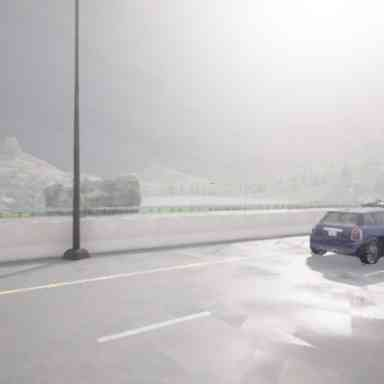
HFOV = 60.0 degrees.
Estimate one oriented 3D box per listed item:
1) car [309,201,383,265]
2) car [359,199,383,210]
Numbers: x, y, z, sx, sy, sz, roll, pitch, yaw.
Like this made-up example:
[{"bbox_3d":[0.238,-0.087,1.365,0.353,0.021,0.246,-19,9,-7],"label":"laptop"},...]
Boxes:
[{"bbox_3d":[6.369,1.370,11.896,4.553,1.767,2.097,0,0,-31],"label":"car"},{"bbox_3d":[24.958,1.675,44.646,4.718,1.301,1.895,0,0,-21],"label":"car"}]
